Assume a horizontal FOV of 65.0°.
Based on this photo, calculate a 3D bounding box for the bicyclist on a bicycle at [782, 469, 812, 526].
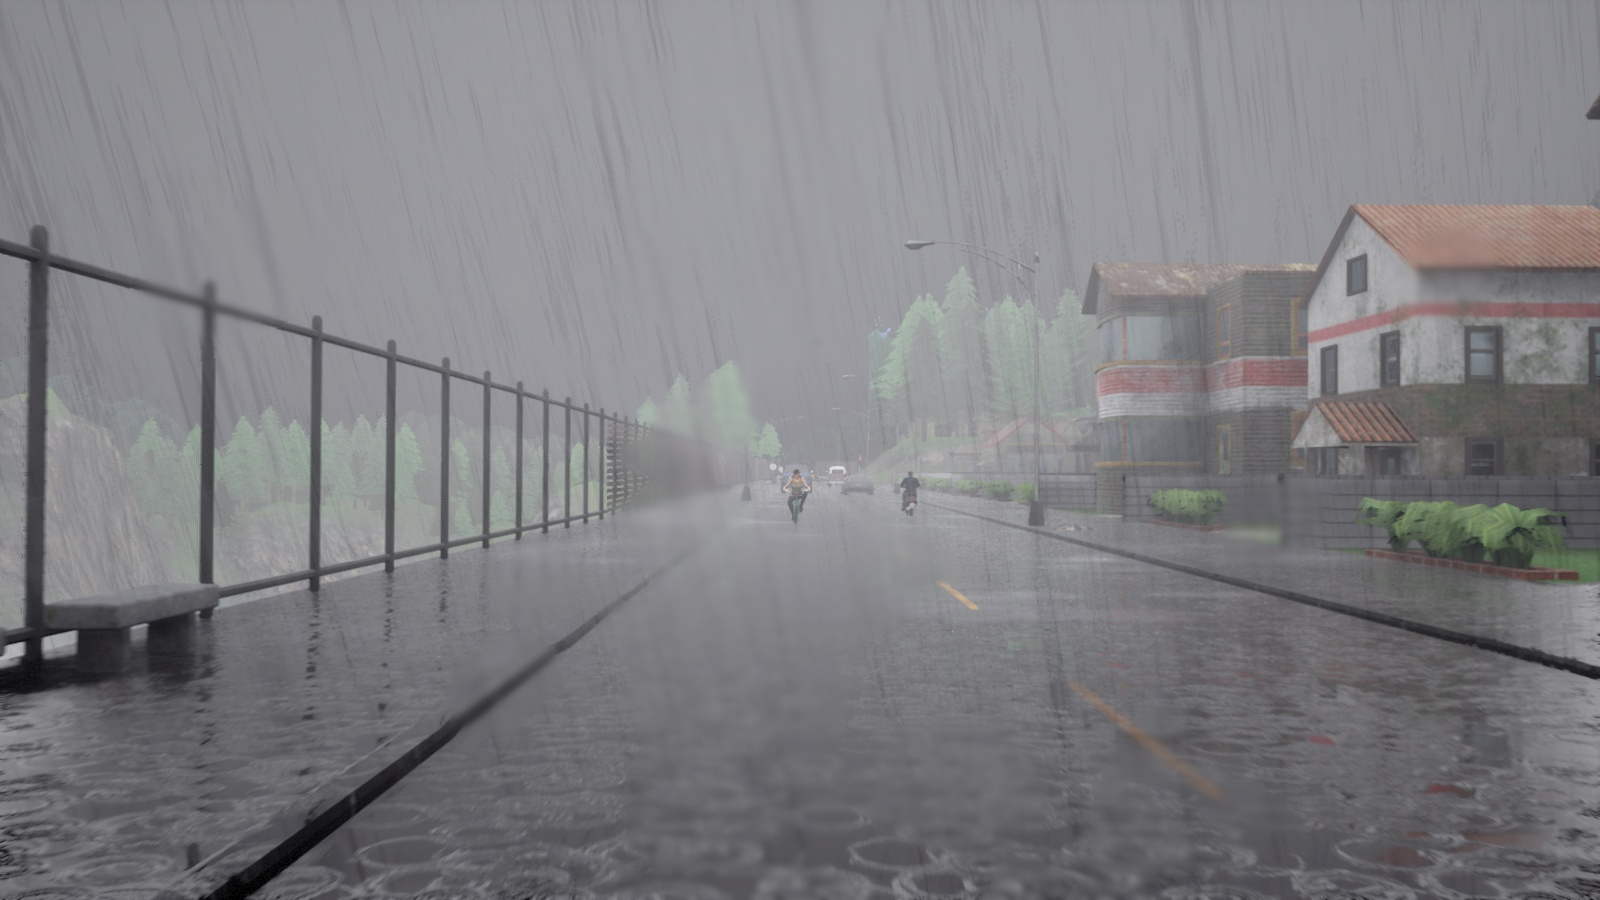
[{"bbox_3d":[-0.083,1.359,36.281,0.866,1.612,1.509,0,-1,0],"label":"bicyclist on a bicycle"}]

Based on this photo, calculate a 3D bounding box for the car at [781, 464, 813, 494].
[{"bbox_3d":[-0.218,2.033,89.505,2.150,2.045,5.566,0,-1,0],"label":"car"}]

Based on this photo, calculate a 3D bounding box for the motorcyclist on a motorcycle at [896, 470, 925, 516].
[{"bbox_3d":[3.892,1.496,44.417,0.866,1.590,1.817,0,-1,0],"label":"motorcyclist on a motorcycle"}]

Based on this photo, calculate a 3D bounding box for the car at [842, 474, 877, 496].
[{"bbox_3d":[3.804,2.218,80.945,1.994,1.385,4.181,0,-1,0],"label":"car"}]
